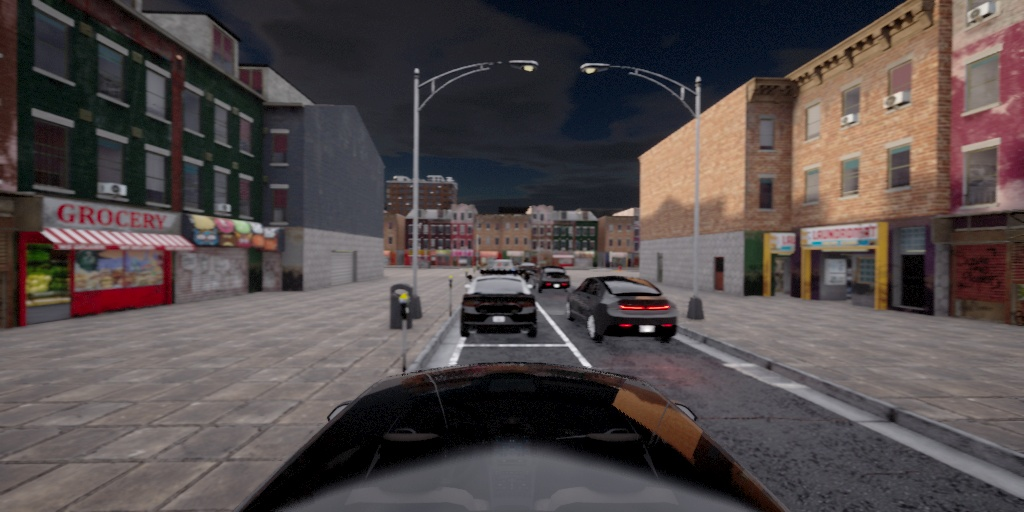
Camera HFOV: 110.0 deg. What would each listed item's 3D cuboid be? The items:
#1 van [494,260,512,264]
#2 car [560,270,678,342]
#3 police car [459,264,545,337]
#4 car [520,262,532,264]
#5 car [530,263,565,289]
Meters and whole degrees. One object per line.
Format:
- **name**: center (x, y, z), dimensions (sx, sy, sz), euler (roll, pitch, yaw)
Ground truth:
- **van**: center (-0.688, 1.178, 27.258), dimensions (1.690, 1.789, 3.998), euler (0, 0, -2)
- **car**: center (2.742, 1.305, 9.938), dimensions (1.837, 1.490, 4.892), euler (1, -1, -2)
- **police car**: center (-0.391, 1.202, 10.523), dimensions (1.930, 1.638, 5.238), euler (1, 0, -2)
- **car**: center (1.551, 1.379, 37.637), dimensions (1.882, 1.535, 5.008), euler (1, -1, -2)
- **car**: center (2.286, 1.346, 21.544), dimensions (1.837, 1.490, 4.892), euler (1, 0, -2)
